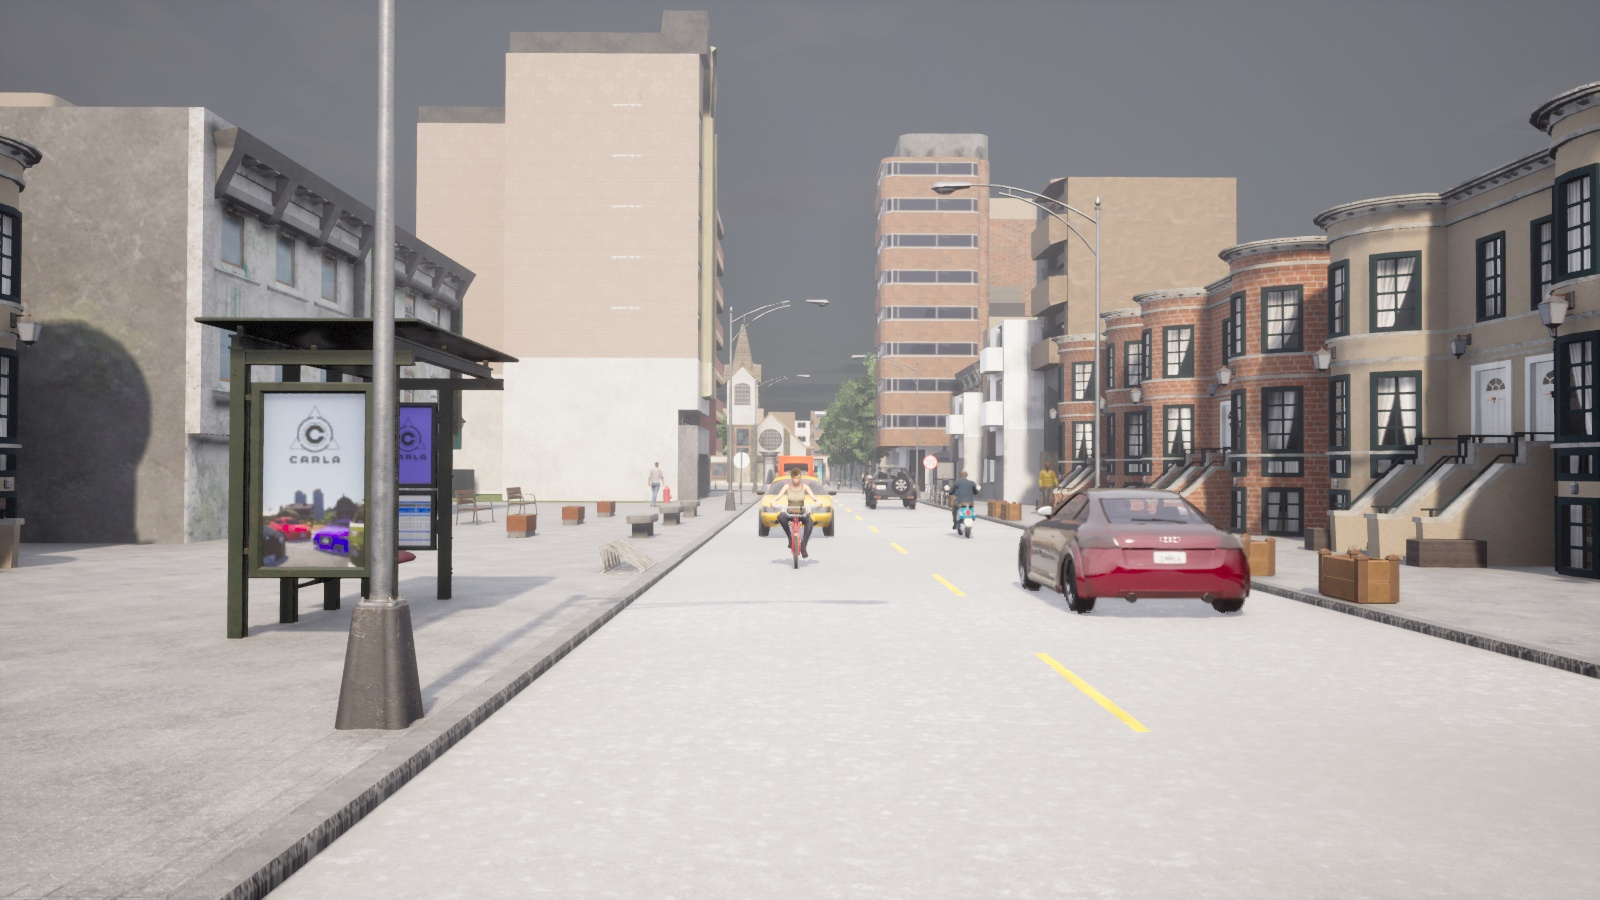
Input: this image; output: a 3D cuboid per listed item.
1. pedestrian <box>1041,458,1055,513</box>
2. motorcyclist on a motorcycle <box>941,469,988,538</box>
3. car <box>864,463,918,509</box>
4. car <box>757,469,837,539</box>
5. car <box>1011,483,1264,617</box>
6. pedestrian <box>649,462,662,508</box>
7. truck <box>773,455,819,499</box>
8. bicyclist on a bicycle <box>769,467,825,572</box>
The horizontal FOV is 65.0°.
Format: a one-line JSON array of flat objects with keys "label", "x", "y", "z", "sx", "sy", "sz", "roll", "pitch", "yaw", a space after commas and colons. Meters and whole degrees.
[{"label": "pedestrian", "x": 8.431, "y": 1.206, "z": 42.745, "sx": 0.370, "sy": 1.835, "sz": 0.726, "roll": 0, "pitch": -1, "yaw": 3}, {"label": "motorcyclist on a motorcycle", "x": 3.926, "y": 1.256, "z": 30.091, "sx": 0.866, "sy": 1.590, "sz": 1.817, "roll": 0, "pitch": -1, "yaw": 0}, {"label": "car", "x": 3.840, "y": 1.512, "z": 53.494, "sx": 1.932, "sy": 1.855, "sz": 4.605, "roll": 0, "pitch": -1, "yaw": 0}, {"label": "car", "x": -0.077, "y": 1.279, "z": 31.329, "sx": 1.801, "sy": 1.575, "sz": 5.366, "roll": 0, "pitch": -1, "yaw": 0}, {"label": "car", "x": 3.962, "y": 1.123, "z": 15.531, "sx": 1.994, "sy": 1.385, "sz": 4.181, "roll": 0, "pitch": -1, "yaw": 0}, {"label": "pedestrian", "x": -5.759, "y": 1.386, "z": 50.075, "sx": 0.354, "sy": 1.836, "sz": 0.706, "roll": 0, "pitch": -1, "yaw": 8}, {"label": "truck", "x": -0.230, "y": 1.566, "z": 73.847, "sx": 2.627, "sy": 2.467, "sz": 5.204, "roll": 0, "pitch": -1, "yaw": 0}, {"label": "bicyclist on a bicycle", "x": -0.055, "y": 1.090, "z": 20.241, "sx": 0.866, "sy": 1.612, "sz": 1.509, "roll": 0, "pitch": -1, "yaw": 0}]
